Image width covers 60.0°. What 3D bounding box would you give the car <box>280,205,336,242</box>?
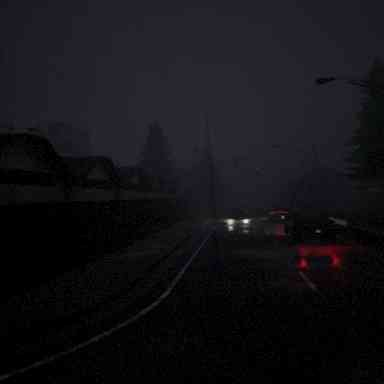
[{"bbox_3d":[6.164,1.677,17.806,1.882,1.535,5.008,-1,-1,8],"label":"car"}]

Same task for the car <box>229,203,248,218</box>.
[{"bbox_3d":[5.120,1.970,36.486,1.882,1.535,5.008,-1,-1,8],"label":"car"}]

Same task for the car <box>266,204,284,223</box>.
[{"bbox_3d":[7.784,1.855,29.508,1.837,1.490,4.892,-1,-1,8],"label":"car"}]
